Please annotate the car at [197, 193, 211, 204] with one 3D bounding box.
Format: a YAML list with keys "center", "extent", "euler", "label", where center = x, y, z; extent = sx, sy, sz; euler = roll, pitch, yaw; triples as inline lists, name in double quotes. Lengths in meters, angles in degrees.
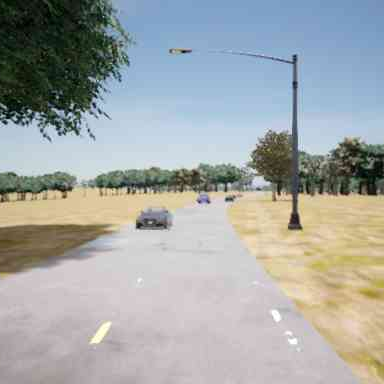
- center: [2.328, 1.261, 63.629]
  extent: [2.150, 2.045, 5.566]
  euler: [0, 0, 10]
  label: "car"

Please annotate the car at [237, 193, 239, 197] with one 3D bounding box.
- center: [11.060, 1.321, 91.379]
  extent: [1.882, 1.535, 5.008]
  euler: [0, 1, 14]
  label: "car"

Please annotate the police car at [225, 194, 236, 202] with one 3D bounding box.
- center: [8.420, 1.407, 74.512]
  extent: [1.930, 1.638, 5.238]
  euler: [0, 0, 11]
  label: "police car"

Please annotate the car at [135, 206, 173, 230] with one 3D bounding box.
- center: [-2.399, 1.635, 21.926]
  extent: [1.994, 1.385, 4.181]
  euler: [0, 0, 4]
  label: "car"
